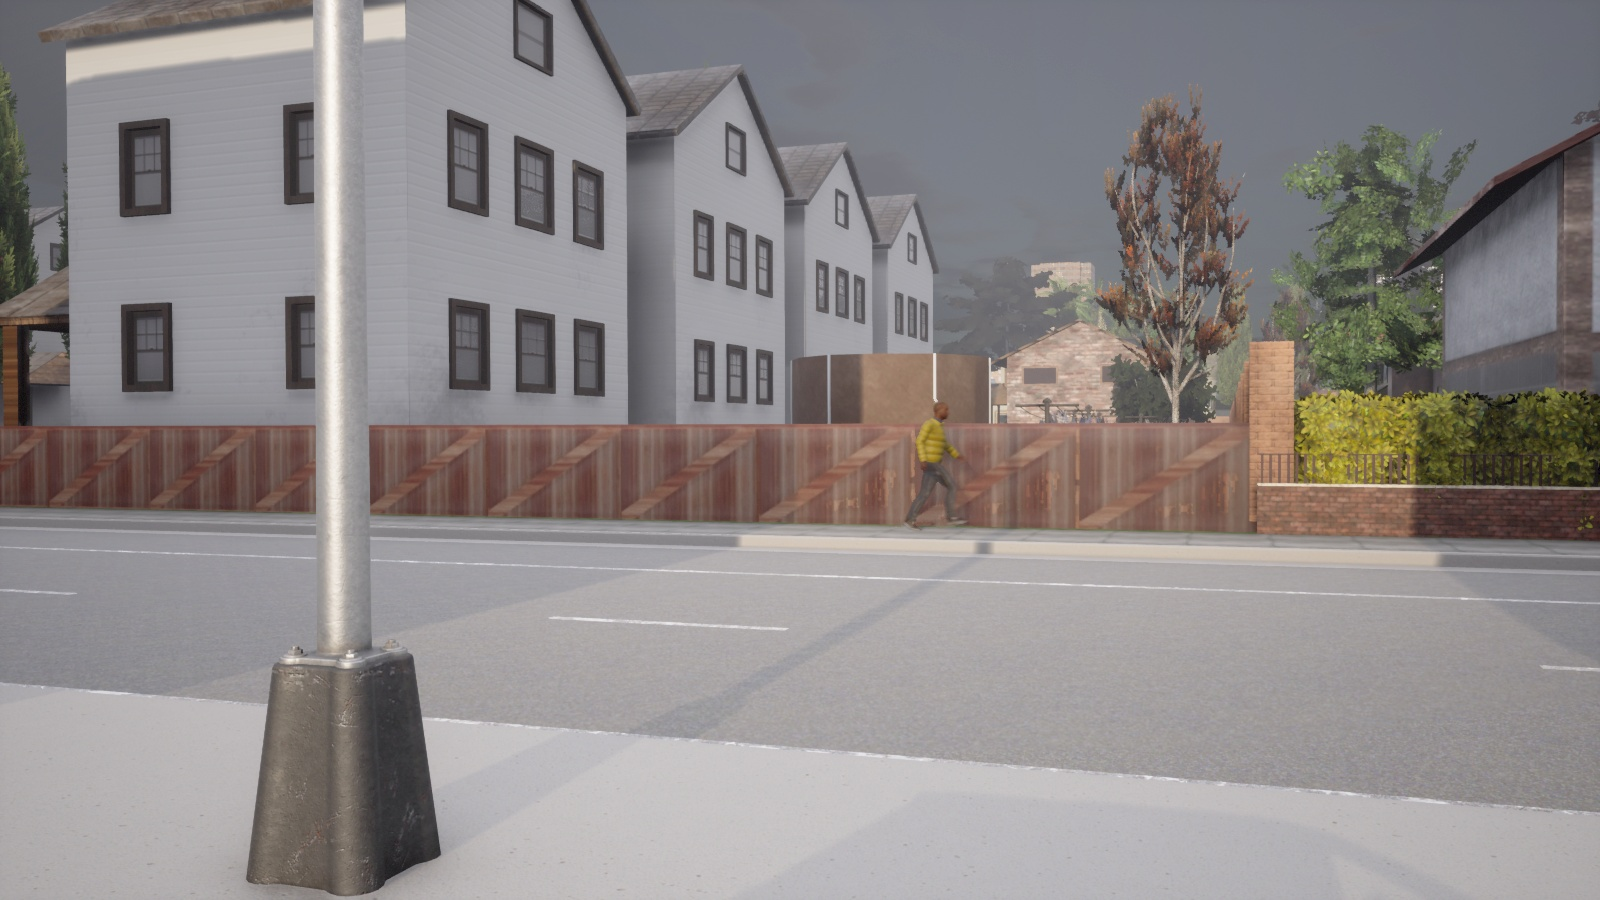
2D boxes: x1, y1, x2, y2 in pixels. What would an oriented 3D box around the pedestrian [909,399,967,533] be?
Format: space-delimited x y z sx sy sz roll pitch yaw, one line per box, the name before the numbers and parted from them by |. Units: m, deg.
pedestrian | 1.916 0.210 17.439 0.726 1.835 0.370 1 1 19
